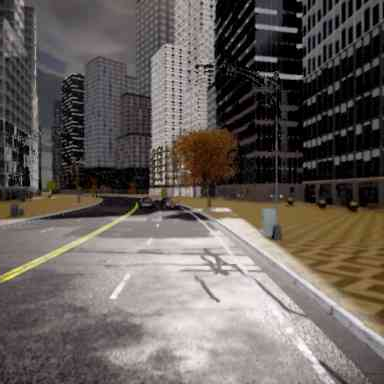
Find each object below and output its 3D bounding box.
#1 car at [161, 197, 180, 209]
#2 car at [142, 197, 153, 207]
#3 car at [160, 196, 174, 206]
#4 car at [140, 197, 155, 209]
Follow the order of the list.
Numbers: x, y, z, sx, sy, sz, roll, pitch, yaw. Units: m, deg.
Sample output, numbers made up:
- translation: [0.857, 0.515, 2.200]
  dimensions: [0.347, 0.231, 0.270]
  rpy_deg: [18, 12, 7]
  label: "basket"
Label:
- translation: [-2.773, 1.630, 45.182]
  dimensions: [1.895, 1.301, 4.718]
  rpy_deg: [0, 0, -7]
  label: "car"
- translation: [-7.364, 1.545, 54.797]
  dimensions: [1.837, 1.490, 4.892]
  rpy_deg: [0, 0, -9]
  label: "car"
- translation: [-4.160, 1.507, 55.344]
  dimensions: [1.882, 1.535, 5.008]
  rpy_deg: [0, 0, -9]
  label: "car"
- translation: [-6.046, 1.604, 45.186]
  dimensions: [1.994, 1.385, 4.181]
  rpy_deg: [0, 0, -7]
  label: "car"
